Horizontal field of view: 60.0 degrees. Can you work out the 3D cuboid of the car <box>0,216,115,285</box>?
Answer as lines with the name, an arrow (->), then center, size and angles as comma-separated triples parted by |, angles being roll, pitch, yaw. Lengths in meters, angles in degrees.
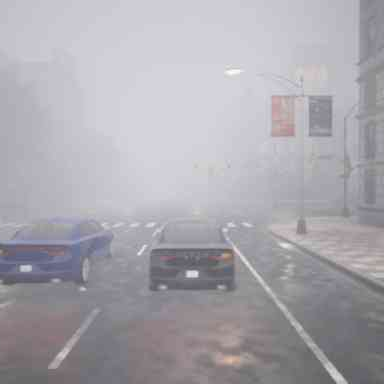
car -> -3.496, 1.409, 9.341 | 1.882, 1.535, 5.008 | 0, 0, -2

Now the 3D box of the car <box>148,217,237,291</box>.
car -> 0.001, 1.412, 8.877 | 1.882, 1.535, 5.008 | 0, 0, 0

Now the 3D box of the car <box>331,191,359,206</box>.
car -> 22.532, 0.883, 46.588 | 5.566, 2.045, 2.150 | 0, 0, 0
